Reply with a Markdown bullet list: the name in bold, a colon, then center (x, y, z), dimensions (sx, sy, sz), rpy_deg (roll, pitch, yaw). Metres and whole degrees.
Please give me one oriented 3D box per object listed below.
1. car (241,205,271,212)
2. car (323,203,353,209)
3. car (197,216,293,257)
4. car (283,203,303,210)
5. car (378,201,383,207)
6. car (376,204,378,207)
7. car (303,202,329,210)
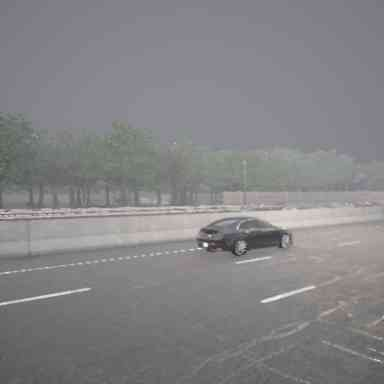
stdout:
- **car**: center (9.010, 2.515, 46.569), dimensions (4.902, 1.511, 2.128), rpy_deg (1, -2, -38)
- **car**: center (18.383, 2.350, 40.556), dimensions (4.674, 1.442, 1.812), rpy_deg (1, -2, -38)
- **car**: center (2.439, 1.836, 14.560), dimensions (4.892, 1.490, 1.837), rpy_deg (1, -2, -38)
- **car**: center (14.690, 2.337, 46.548), dimensions (4.553, 1.767, 2.097), rpy_deg (1, -2, -38)
- **car**: center (17.125, 1.722, 26.063), dimensions (5.566, 2.045, 2.150), rpy_deg (1, -2, -38)
- **car**: center (41.342, 2.653, 71.361), dimensions (4.892, 1.490, 1.837), rpy_deg (0, -1, -37)
- **car**: center (17.402, 2.266, 44.223), dimensions (4.553, 1.767, 2.097), rpy_deg (1, -2, -38)
